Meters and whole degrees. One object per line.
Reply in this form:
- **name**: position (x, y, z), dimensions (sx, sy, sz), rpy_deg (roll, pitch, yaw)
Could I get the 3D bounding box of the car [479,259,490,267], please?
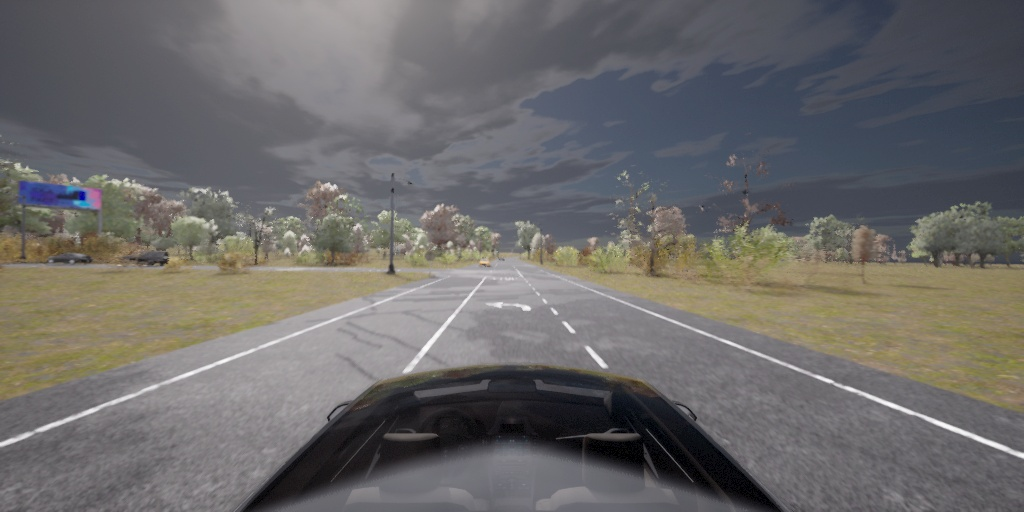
- **car**: position (-4.801, 1.201, 63.036), dimensions (1.882, 1.535, 5.008), rpy_deg (1, 0, -1)
